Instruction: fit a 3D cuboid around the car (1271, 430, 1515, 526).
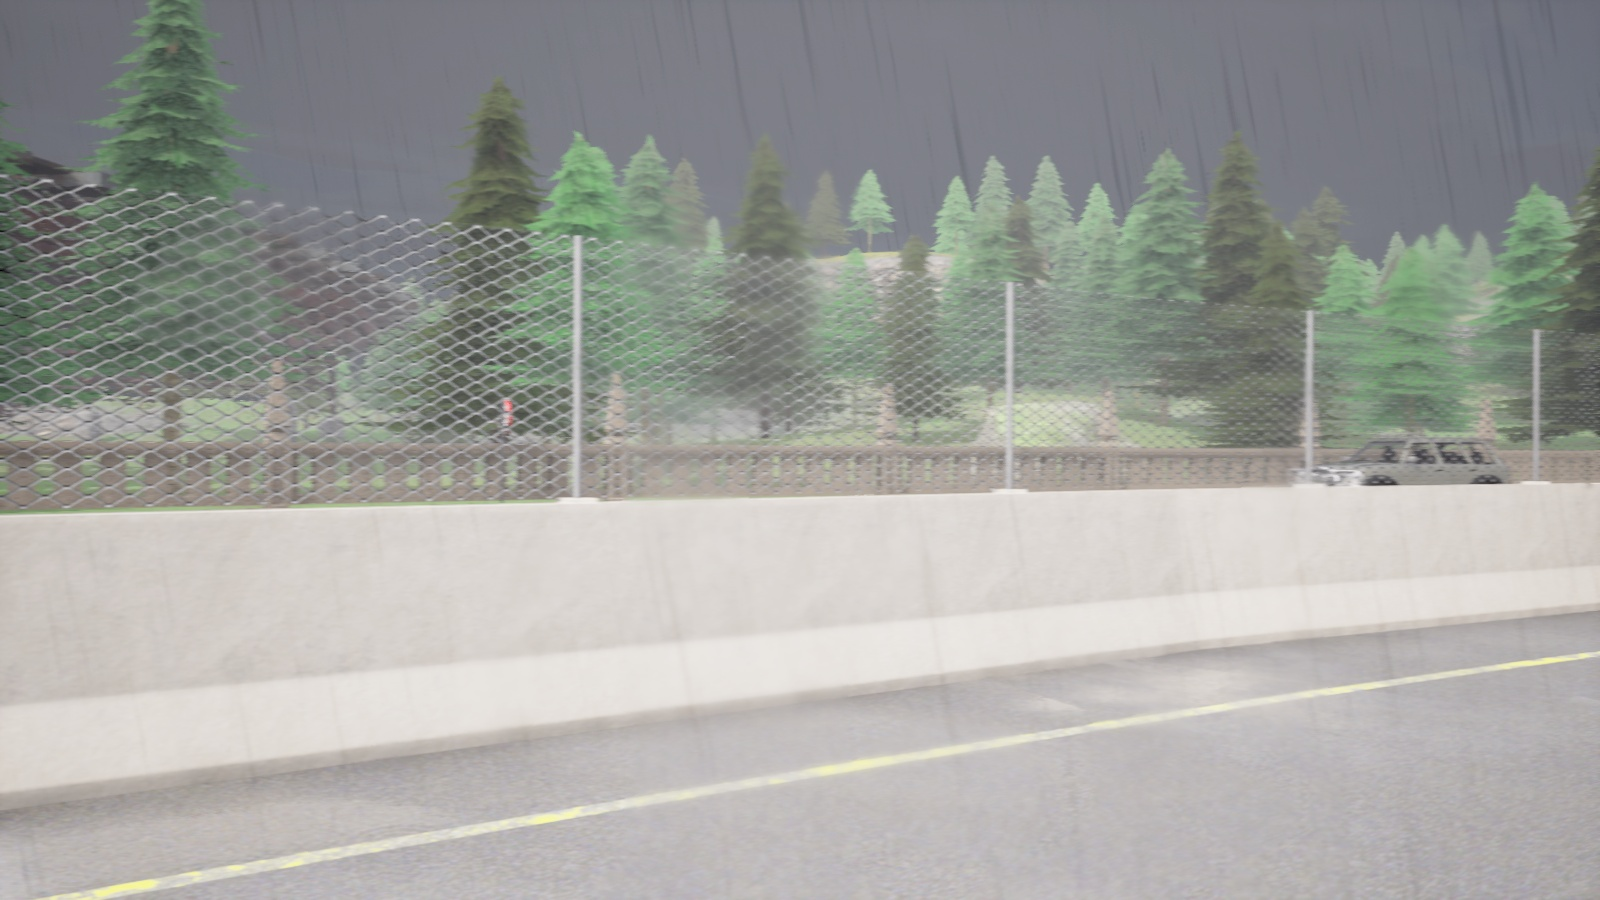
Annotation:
[{"bbox_3d":[12.193,0.537,25.824,4.605,1.855,1.932,0,0,-22],"label":"car"}]
